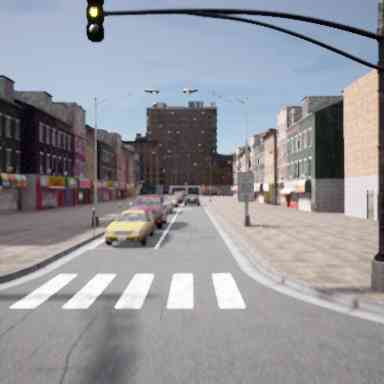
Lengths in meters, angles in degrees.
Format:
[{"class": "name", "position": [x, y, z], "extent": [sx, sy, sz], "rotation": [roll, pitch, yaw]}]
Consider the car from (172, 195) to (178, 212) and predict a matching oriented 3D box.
[{"class": "car", "position": [-2.624, 1.298, 31.383], "extent": [2.008, 1.369, 4.403], "rotation": [0, 0, 0]}]

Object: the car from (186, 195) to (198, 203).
[{"class": "car", "position": [0.023, 1.162, 55.761], "extent": [1.895, 1.301, 4.718], "rotation": [0, 0, 0]}]

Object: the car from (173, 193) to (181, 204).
[{"class": "car", "position": [-2.619, 1.195, 42.100], "extent": [1.752, 1.417, 4.829], "rotation": [0, 0, 0]}]

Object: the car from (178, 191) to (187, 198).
[{"class": "car", "position": [-2.596, 0.612, 91.265], "extent": [2.192, 1.841, 5.009], "rotation": [0, 0, 0]}]

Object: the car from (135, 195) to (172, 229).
[{"class": "car", "position": [-2.628, 1.146, 20.492], "extent": [2.192, 1.841, 5.009], "rotation": [0, 0, 0]}]

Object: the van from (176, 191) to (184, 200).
[{"class": "van", "position": [-2.604, 0.769, 74.933], "extent": [1.690, 1.788, 3.998], "rotation": [0, 0, 0]}]

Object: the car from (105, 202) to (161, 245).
[{"class": "car", "position": [-2.631, 1.402, 14.881], "extent": [1.752, 1.417, 4.829], "rotation": [0, 0, 0]}]

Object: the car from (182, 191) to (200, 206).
[{"class": "car", "position": [0.017, 0.986, 45.578], "extent": [2.097, 1.767, 4.553], "rotation": [0, 0, 0]}]

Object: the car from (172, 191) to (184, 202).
[{"class": "car", "position": [-2.609, 0.826, 64.045], "extent": [2.192, 1.841, 5.009], "rotation": [0, 0, 0]}]

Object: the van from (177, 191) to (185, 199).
[{"class": "van", "position": [-2.601, 0.726, 80.377], "extent": [1.690, 1.788, 3.998], "rotation": [0, 0, 0]}]

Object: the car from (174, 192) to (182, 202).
[{"class": "car", "position": [-2.614, 1.136, 53.159], "extent": [1.887, 1.381, 4.507], "rotation": [0, 0, 0]}]
